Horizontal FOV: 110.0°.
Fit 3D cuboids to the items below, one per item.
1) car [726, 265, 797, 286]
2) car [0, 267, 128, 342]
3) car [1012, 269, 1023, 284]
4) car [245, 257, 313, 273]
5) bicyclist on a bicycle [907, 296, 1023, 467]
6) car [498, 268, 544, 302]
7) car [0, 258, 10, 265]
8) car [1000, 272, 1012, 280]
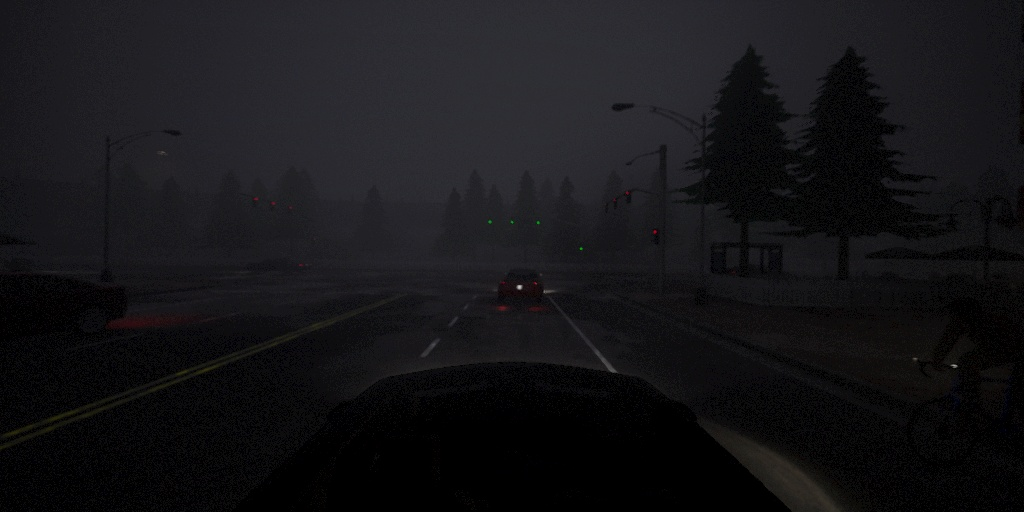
[{"bbox_3d":[17.468,1.372,25.221,4.902,1.511,2.128,1,0,0],"label":"car"},{"bbox_3d":[-10.521,1.045,6.784,1.882,1.535,5.008,1,0,0],"label":"car"},{"bbox_3d":[45.309,1.863,29.495,4.181,1.385,1.994,1,0,21],"label":"car"},{"bbox_3d":[-21.057,0.799,32.507,5.357,1.411,2.033,1,0,2],"label":"car"},{"bbox_3d":[4.593,1.197,3.466,1.656,1.620,0.582,-6,0,0],"label":"bicyclist on a bicycle"},{"bbox_3d":[0.505,1.265,17.026,1.994,1.385,4.181,1,0,6],"label":"car"},{"bbox_3d":[-42.931,0.418,28.209,4.902,1.511,2.128,1,0,-7],"label":"car"},{"bbox_3d":[47.046,1.879,32.561,4.181,1.385,1.994,1,0,21],"label":"car"}]
